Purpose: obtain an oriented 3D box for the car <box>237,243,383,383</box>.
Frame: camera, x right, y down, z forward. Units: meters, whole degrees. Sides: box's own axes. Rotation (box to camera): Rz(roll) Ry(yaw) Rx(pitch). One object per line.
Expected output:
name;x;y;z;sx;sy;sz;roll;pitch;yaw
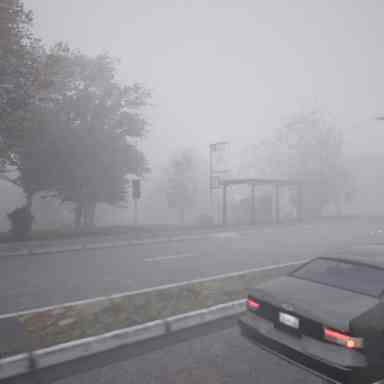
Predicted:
car;3.195;1.586;5.410;5.357;1.411;2.033;0;0;-35
